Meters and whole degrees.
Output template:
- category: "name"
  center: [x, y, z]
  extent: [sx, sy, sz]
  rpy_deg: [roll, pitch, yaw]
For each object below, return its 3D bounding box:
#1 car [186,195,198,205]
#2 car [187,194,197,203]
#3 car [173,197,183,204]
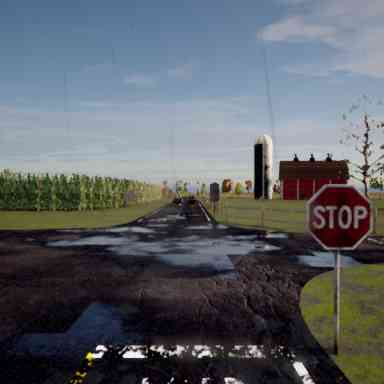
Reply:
- category: "car"
  center: [0.026, 1.542, 60.788]
  extent: [1.837, 1.490, 4.892]
  rpy_deg: [0, 0, 0]
- category: "car"
  center: [0.027, 1.336, 71.193]
  extent: [2.097, 1.767, 4.553]
  rpy_deg: [0, 0, 0]
- category: "car"
  center: [-2.723, 1.608, 65.403]
  extent: [1.994, 1.385, 4.181]
  rpy_deg: [0, 0, 0]
